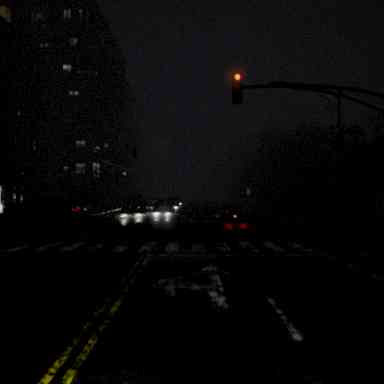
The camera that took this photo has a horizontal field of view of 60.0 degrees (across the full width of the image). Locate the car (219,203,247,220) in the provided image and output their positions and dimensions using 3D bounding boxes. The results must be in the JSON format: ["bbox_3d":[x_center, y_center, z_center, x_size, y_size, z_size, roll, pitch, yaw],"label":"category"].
[{"bbox_3d":[3.368,1.598,28.230,1.895,1.301,4.718,0,0,0],"label":"car"}]

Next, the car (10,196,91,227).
[{"bbox_3d":[-9.972,1.322,23.526,5.566,2.045,2.150,-1,0,13],"label":"car"}]

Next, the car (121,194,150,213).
[{"bbox_3d":[-6.568,1.221,38.095,2.150,2.045,5.566,0,0,0],"label":"car"}]

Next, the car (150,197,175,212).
[{"bbox_3d":[-3.317,1.563,38.237,1.994,1.385,4.181,0,0,0],"label":"car"}]

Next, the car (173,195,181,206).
[{"bbox_3d":[-3.295,1.483,53.826,1.882,1.535,5.008,0,0,0],"label":"car"}]

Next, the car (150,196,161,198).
[{"bbox_3d":[-6.545,1.532,53.144,1.812,1.442,4.674,0,0,0],"label":"car"}]
